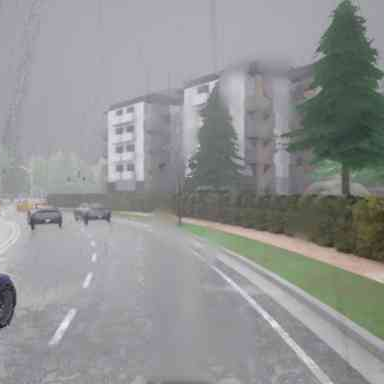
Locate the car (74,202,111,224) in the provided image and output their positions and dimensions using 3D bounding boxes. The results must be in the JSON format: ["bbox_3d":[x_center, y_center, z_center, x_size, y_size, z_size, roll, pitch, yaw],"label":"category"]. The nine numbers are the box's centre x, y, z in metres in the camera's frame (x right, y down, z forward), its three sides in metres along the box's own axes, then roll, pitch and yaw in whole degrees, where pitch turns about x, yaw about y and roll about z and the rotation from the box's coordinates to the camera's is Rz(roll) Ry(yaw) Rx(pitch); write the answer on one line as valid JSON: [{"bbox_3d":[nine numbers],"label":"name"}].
[{"bbox_3d":[-7.475,1.500,24.775,2.128,1.511,4.902,0,0,-31],"label":"car"}]

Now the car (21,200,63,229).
[{"bbox_3d":[-9.854,1.522,22.107,2.128,1.511,4.902,0,0,-29],"label":"car"}]

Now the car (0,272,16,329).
[{"bbox_3d":[-3.836,1.547,3.910,1.812,1.442,4.674,0,0,-5],"label":"car"}]

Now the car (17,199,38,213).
[{"bbox_3d":[-17.788,1.539,36.939,5.008,1.535,1.882,0,0,43],"label":"car"}]
